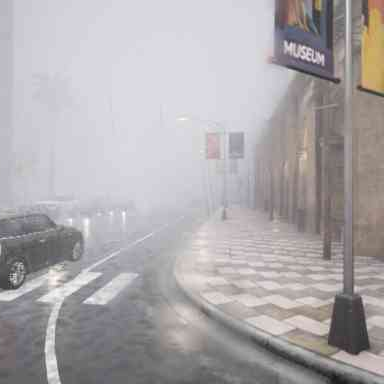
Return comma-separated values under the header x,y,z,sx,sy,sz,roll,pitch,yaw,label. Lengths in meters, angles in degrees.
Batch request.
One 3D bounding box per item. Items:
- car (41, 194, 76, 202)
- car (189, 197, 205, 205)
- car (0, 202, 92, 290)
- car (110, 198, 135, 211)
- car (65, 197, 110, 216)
x,y,z,sx,sy,sz,roll,pitch,yaw,label
-12.962,1.213,32.085,2.150,2.045,5.566,0,0,7,car
0.871,1.540,56.742,2.033,1.411,5.357,0,0,12,car
-4.844,1.338,9.342,2.097,1.767,4.553,0,0,6,car
-8.376,1.517,40.753,1.812,1.442,4.674,0,0,7,car
-9.569,1.518,30.936,1.812,1.442,4.674,0,0,7,car
